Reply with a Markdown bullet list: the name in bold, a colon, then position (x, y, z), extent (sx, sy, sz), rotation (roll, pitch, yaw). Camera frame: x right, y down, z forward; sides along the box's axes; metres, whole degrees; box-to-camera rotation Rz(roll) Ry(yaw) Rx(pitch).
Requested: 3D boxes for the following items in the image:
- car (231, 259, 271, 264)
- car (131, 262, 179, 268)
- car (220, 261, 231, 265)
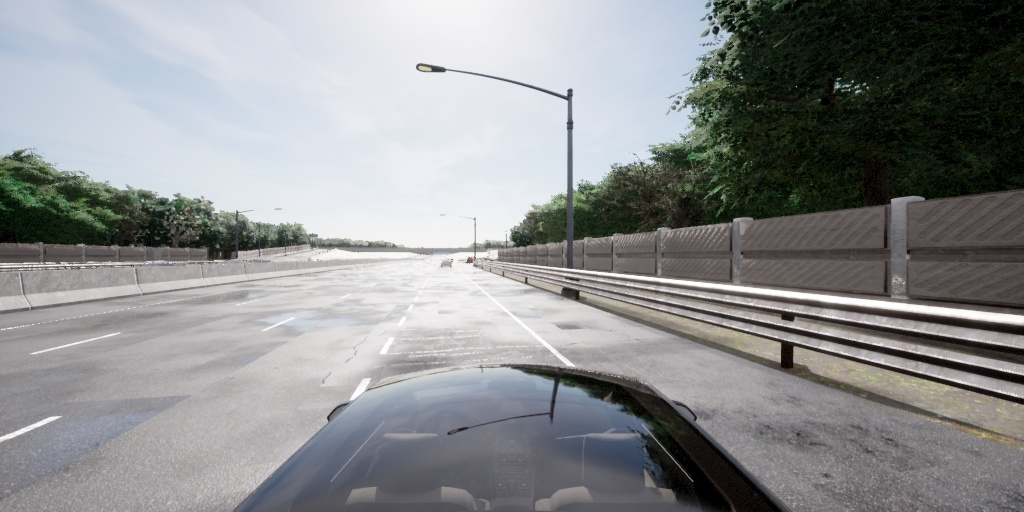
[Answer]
- **car**: position (-28.701, 1.130, 40.170), extent (2.097, 1.767, 4.553), rotation (0, 0, -11)
- **car**: position (-39.269, 1.327, 39.517), extent (2.033, 1.411, 5.357), rotation (0, 0, -11)
- **car**: position (-37.255, 1.317, 47.768), extent (1.812, 1.442, 4.674), rotation (0, 0, -10)
